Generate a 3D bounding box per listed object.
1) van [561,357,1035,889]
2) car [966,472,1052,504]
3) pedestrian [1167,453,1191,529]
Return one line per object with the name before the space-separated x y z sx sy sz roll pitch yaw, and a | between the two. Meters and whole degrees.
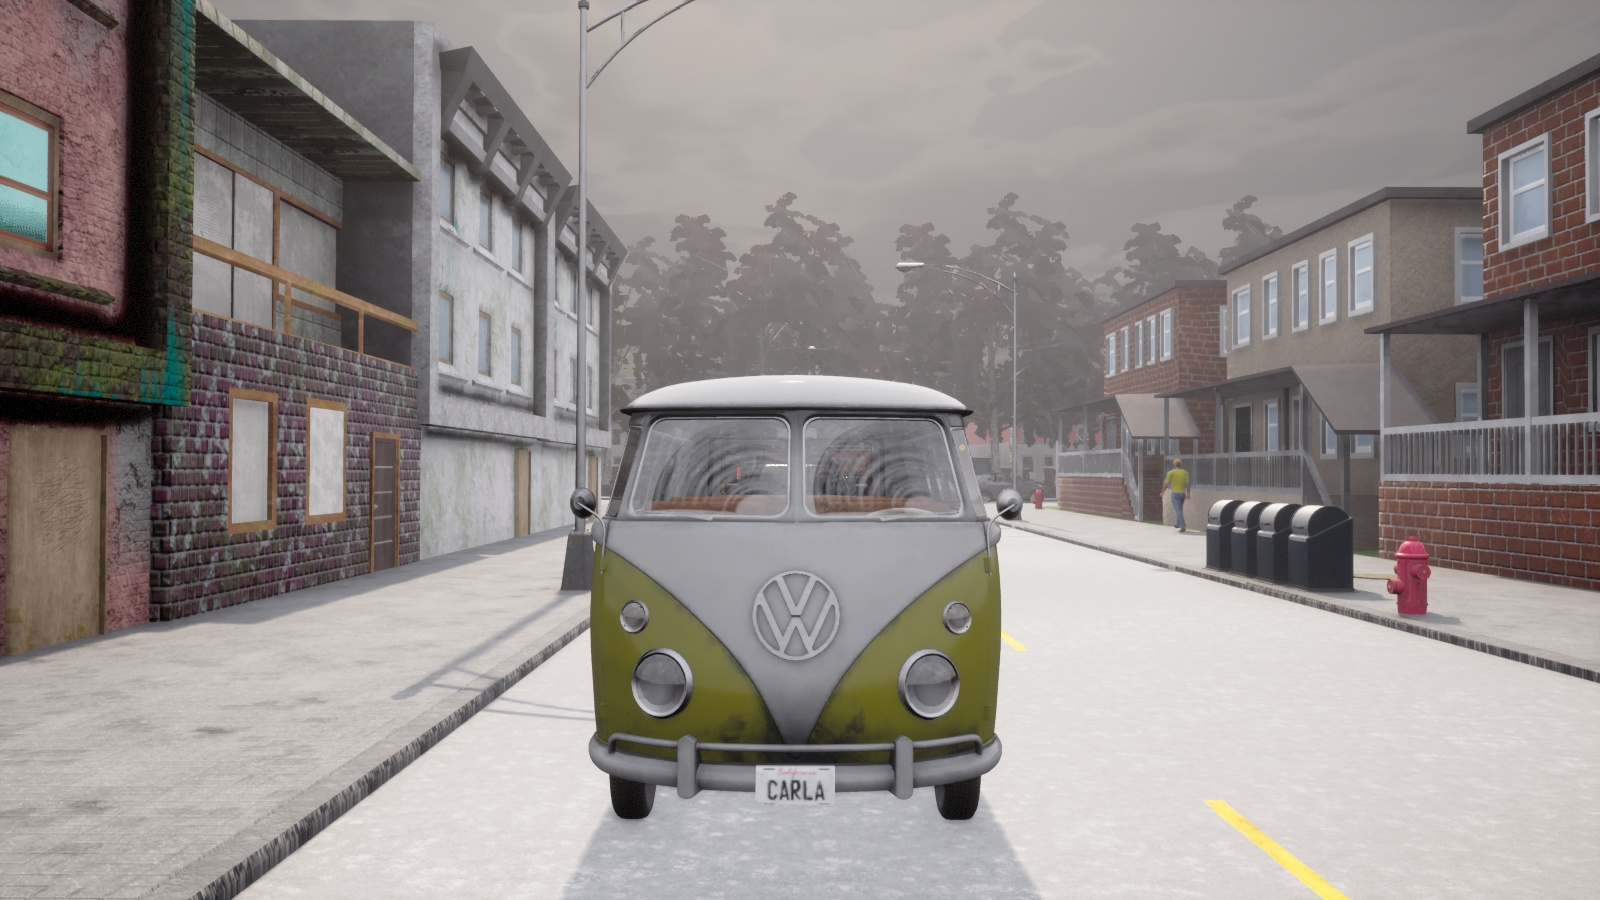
van | -0.016 0.684 6.936 1.775 1.987 4.442 0 -1 0
car | 9.930 1.791 59.828 3.633 1.501 1.845 0 -1 -11
pedestrian | 9.317 1.004 30.891 0.354 1.836 0.706 0 -1 0
